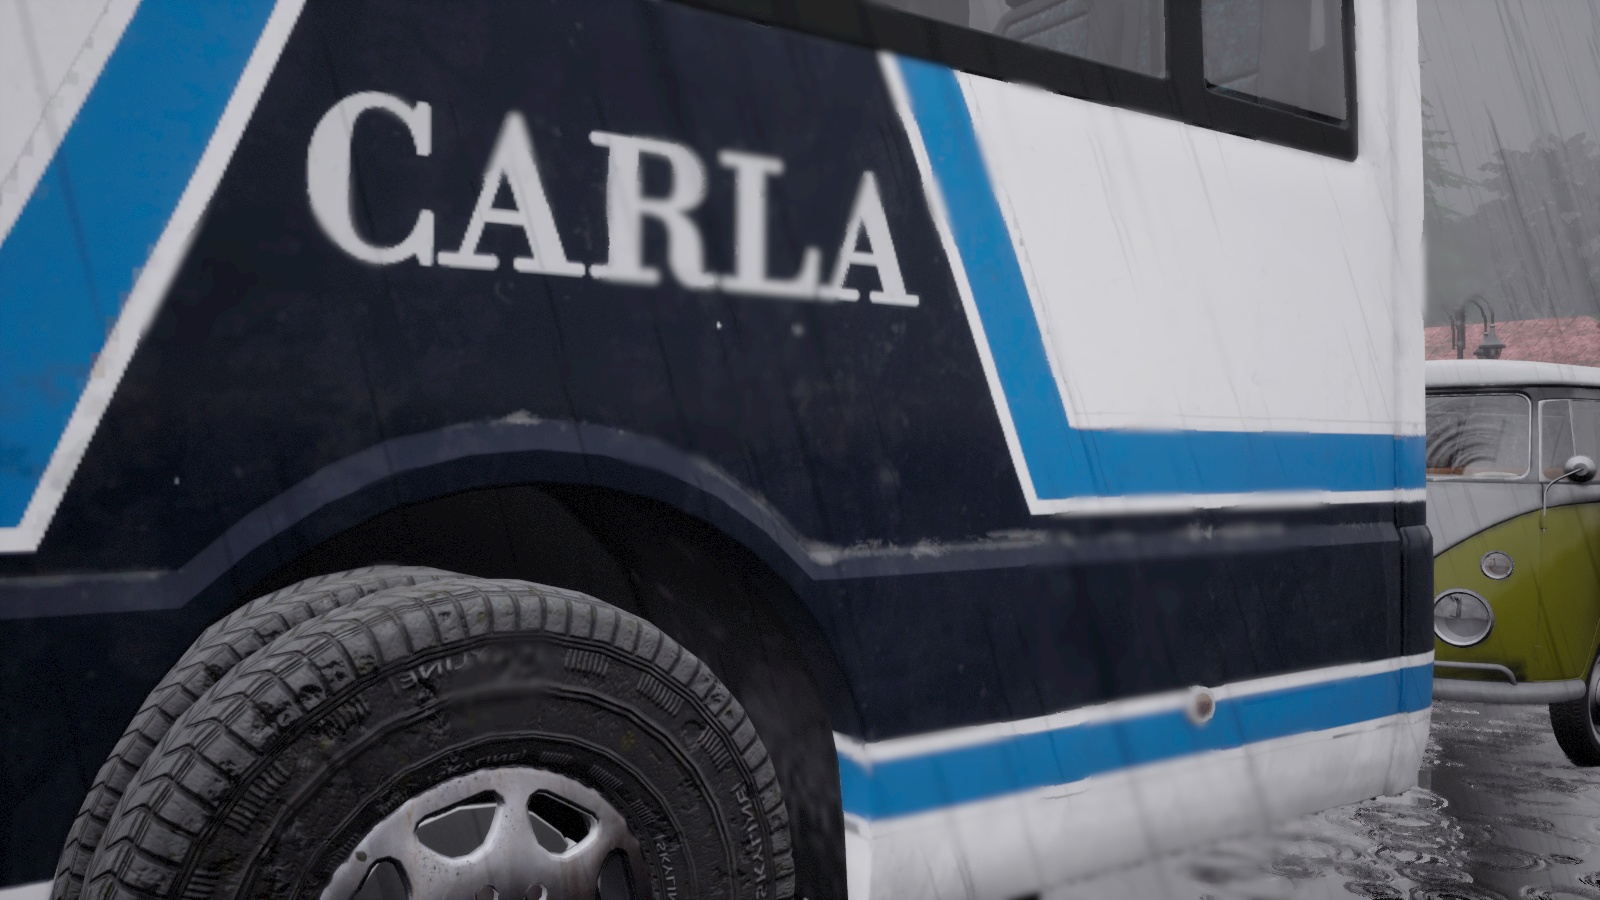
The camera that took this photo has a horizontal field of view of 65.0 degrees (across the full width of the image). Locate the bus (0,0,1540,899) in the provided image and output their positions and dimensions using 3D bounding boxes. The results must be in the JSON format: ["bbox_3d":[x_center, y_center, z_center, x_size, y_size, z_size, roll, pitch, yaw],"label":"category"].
[{"bbox_3d":[-3.492,-0.620,1.849,10.273,4.253,3.944,0,0,-35],"label":"bus"}]

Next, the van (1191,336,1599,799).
[{"bbox_3d":[4.460,0.506,7.382,4.442,1.987,1.775,0,0,-35],"label":"van"}]
